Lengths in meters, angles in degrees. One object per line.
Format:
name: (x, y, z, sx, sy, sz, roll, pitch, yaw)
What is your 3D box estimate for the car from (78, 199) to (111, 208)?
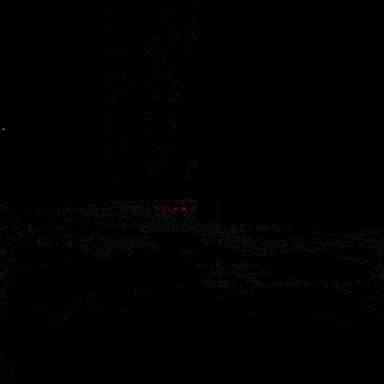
car: (-14.376, 1.626, 49.206, 1.895, 1.301, 4.718, 0, 0, 36)

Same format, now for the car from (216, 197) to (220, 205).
car: (5.147, 1.637, 59.477, 1.994, 1.385, 4.181, 0, 0, 36)

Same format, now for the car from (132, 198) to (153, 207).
car: (-7.319, 1.643, 53.398, 1.895, 1.301, 4.718, 0, 0, 36)

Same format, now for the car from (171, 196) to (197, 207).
car: (-0.537, 1.411, 51.492, 2.097, 1.767, 4.553, 0, 0, 36)

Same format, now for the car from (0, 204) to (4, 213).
car: (-21.478, 1.573, 33.788, 1.994, 1.385, 4.181, 0, 0, 36)

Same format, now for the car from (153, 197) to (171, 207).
car: (-3.484, 1.577, 52.968, 1.812, 1.442, 4.674, 0, 0, 36)
